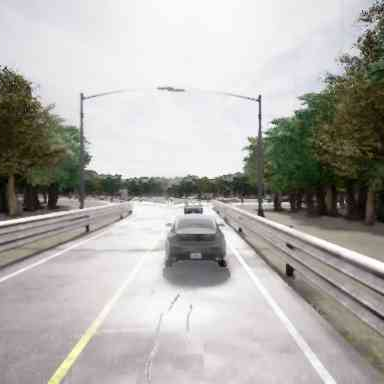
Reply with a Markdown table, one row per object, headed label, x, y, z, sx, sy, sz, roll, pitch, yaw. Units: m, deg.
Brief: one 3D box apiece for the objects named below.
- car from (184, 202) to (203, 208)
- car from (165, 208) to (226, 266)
| label | x | y | z | sx | sy | sz | roll | pitch | yaw |
| --- | --- | --- | --- | --- | --- | --- | --- | --- | --- |
| car | 0.142 | 1.721 | 34.016 | 1.895 | 1.301 | 4.718 | 1 | 0 | 0 |
| car | 0.111 | 1.522 | 11.652 | 1.837 | 1.490 | 4.892 | 0 | 0 | 0 |
